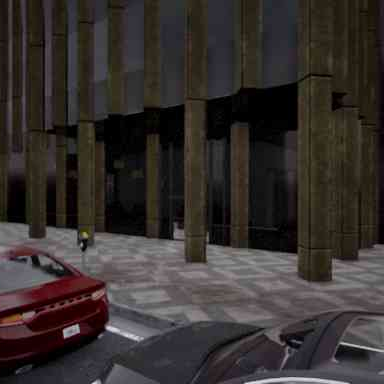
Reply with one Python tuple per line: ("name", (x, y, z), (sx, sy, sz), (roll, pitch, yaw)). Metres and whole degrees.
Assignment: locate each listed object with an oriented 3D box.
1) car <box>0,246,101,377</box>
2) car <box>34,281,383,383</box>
("car", (-3.264, 1.539, 5.309), (4.507, 1.381, 1.887), (0, 0, 36))
("car", (1.155, 1.551, 2.139), (4.403, 1.369, 2.008), (0, 0, 36))
